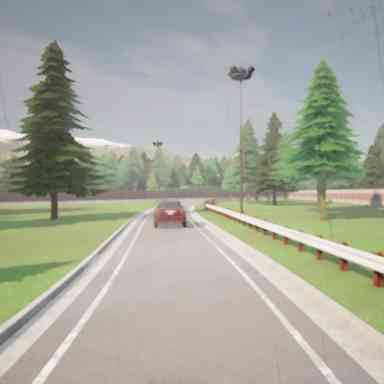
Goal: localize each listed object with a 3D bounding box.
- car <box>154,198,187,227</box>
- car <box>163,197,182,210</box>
[{"bbox_3d":[-1.518,1.346,22.841,2.097,1.767,4.553,0,0,-5],"label":"car"},{"bbox_3d":[-2.456,1.481,43.101,2.128,1.511,4.902,0,0,1],"label":"car"}]
